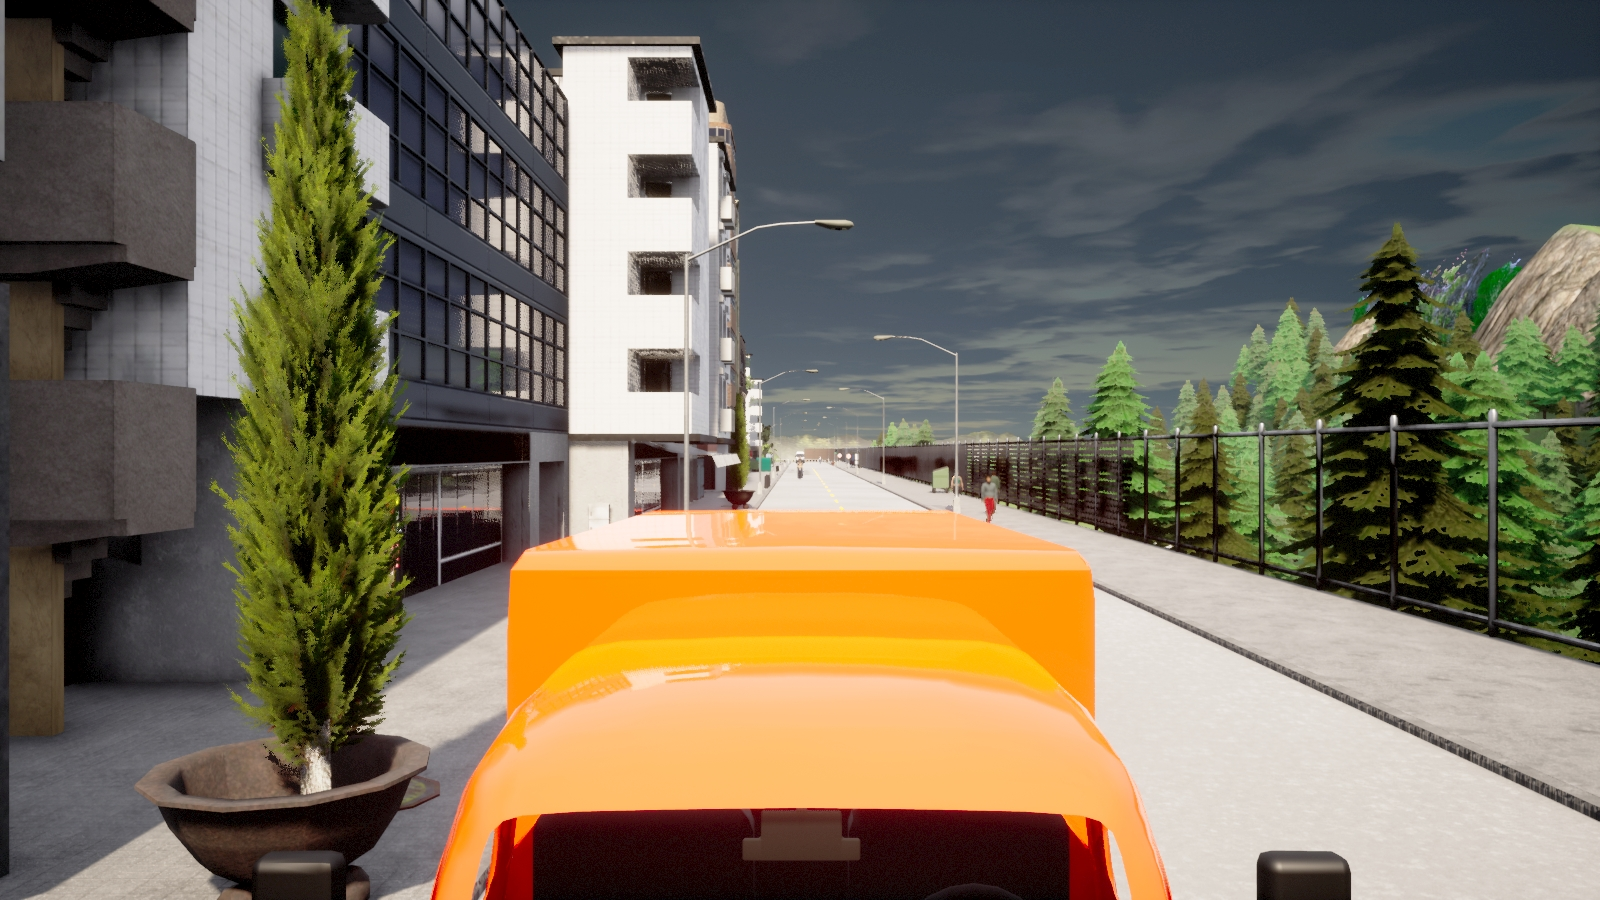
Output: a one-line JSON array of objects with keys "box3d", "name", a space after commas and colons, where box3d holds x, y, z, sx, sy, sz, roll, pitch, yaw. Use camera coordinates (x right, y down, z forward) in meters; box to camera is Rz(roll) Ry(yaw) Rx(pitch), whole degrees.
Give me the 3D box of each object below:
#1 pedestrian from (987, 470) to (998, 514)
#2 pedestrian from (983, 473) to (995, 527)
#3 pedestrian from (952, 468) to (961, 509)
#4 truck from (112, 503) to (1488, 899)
[{"box3d": [8.136, 1.764, 48.362, 0.375, 1.860, 0.375, 0, 0, -4], "name": "pedestrian"}, {"box3d": [6.640, 1.761, 40.200, 0.375, 1.860, 0.375, 0, 0, 0], "name": "pedestrian"}, {"box3d": [7.235, 1.766, 52.813, 0.375, 1.860, 0.375, 0, 0, -3], "name": "pedestrian"}, {"box3d": [0.000, 1.571, 4.781, 2.627, 2.467, 5.204, 0, 0, 0], "name": "truck"}]
